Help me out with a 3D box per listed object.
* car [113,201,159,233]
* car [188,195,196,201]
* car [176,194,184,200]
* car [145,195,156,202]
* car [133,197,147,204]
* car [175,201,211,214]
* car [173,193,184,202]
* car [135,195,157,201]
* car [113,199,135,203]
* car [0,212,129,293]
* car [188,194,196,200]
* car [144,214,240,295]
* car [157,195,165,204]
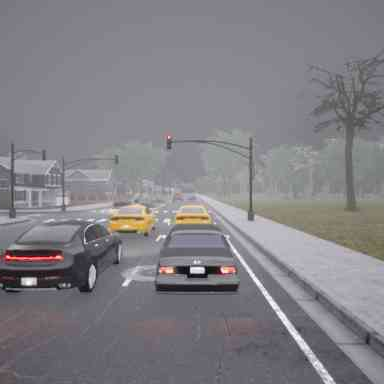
[{"bbox_3d":[-3.134,1.477,18.295,1.882,1.535,5.008,0,0,0],"label":"car"},{"bbox_3d":[0.063,1.456,75.847,1.837,1.490,4.892,0,0,0],"label":"car"},{"bbox_3d":[-3.179,1.282,86.271,1.882,1.535,5.008,0,0,0],"label":"car"},{"bbox_3d":[-9.686,1.451,78.051,1.837,1.490,4.892,0,0,0],"label":"car"},{"bbox_3d":[-9.748,1.575,62.968,1.895,1.301,4.718,0,0,1],"label":"car"},{"bbox_3d":[0.049,1.477,18.714,1.882,1.535,5.008,0,0,1],"label":"car"},{"bbox_3d":[-3.187,1.181,75.880,2.150,2.045,5.566,0,0,0],"label":"car"},{"bbox_3d":[-6.559,1.492,47.947,1.837,1.490,4.892,0,0,0],"label":"car"},{"bbox_3d":[-9.807,1.589,46.863,1.895,1.301,4.718,0,0,0],"label":"car"},{"bbox_3d":[-3.142,1.503,8.843,1.837,1.490,4.892,0,-1,0],"label":"car"},{"bbox_3d":[0.071,1.357,86.268,1.994,1.385,4.181,0,0,0],"label":"car"},{"bbox_3d":[0.109,1.547,8.887,2.033,1.411,5.357,0,0,0],"label":"car"},{"bbox_3d":[-6.481,1.323,65.446,2.097,1.767,4.553,0,0,1],"label":"car"}]
